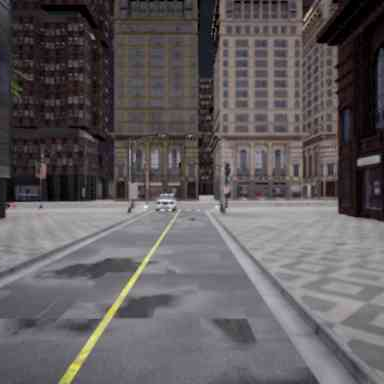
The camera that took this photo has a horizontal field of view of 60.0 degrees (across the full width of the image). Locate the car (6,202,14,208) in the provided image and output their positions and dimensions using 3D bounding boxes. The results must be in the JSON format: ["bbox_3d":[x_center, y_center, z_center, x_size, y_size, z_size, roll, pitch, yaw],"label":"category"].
[{"bbox_3d":[-28.299,1.768,47.898,4.718,1.301,1.895,0,0,0],"label":"car"}]

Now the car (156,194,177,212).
[{"bbox_3d":[-3.002,1.213,39.592,2.150,2.045,5.566,0,0,0],"label":"car"}]
